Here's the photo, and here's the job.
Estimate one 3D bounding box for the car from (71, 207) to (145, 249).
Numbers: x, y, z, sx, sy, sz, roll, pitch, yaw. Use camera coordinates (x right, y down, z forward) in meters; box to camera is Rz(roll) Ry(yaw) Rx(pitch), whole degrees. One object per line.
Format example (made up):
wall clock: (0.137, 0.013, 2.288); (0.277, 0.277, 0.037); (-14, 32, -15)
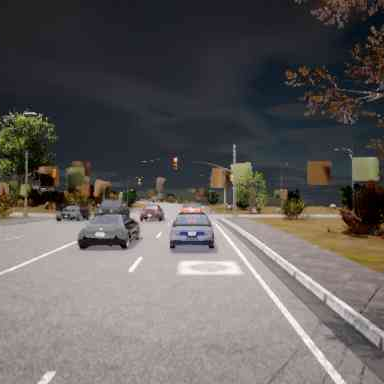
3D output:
car: (-3.501, 1.589, 14.670); (1.994, 1.385, 4.181); (0, 0, 0)

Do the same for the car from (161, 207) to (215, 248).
car: (0.000, 1.581, 14.671); (2.033, 1.411, 5.357); (0, 0, 0)

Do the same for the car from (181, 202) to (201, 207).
car: (-0.001, 1.687, 29.672); (2.097, 1.767, 4.553); (0, -2, 0)

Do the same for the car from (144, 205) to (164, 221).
car: (-3.501, 1.854, 29.696); (1.812, 1.442, 4.674); (0, -2, 0)

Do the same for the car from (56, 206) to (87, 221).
car: (-10.501, 1.920, 29.693); (1.994, 1.385, 4.181); (0, -2, 0)

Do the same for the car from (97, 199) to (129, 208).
car: (-7.001, 1.648, 29.674); (2.150, 2.045, 5.566); (0, -2, 0)
